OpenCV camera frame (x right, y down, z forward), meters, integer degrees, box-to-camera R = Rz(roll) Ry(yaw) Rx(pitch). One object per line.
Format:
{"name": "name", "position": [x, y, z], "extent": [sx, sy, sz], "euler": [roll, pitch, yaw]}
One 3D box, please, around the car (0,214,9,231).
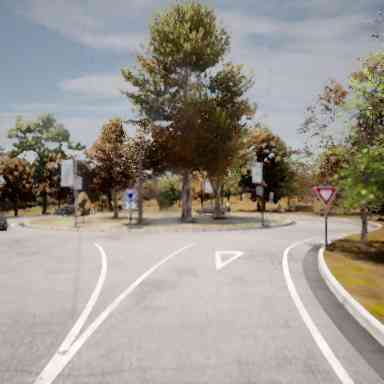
{"name": "car", "position": [-14.657, 1.962, 23.641], "extent": [1.837, 1.490, 4.892], "euler": [-1, -1, -44]}

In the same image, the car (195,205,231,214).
{"name": "car", "position": [3.165, 2.720, 50.683], "extent": [5.357, 1.411, 2.033], "euler": [0, -1, 22]}

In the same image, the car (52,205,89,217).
{"name": "car", "position": [-16.446, 2.493, 45.159], "extent": [1.837, 1.490, 4.892], "euler": [-3, -2, 39]}
